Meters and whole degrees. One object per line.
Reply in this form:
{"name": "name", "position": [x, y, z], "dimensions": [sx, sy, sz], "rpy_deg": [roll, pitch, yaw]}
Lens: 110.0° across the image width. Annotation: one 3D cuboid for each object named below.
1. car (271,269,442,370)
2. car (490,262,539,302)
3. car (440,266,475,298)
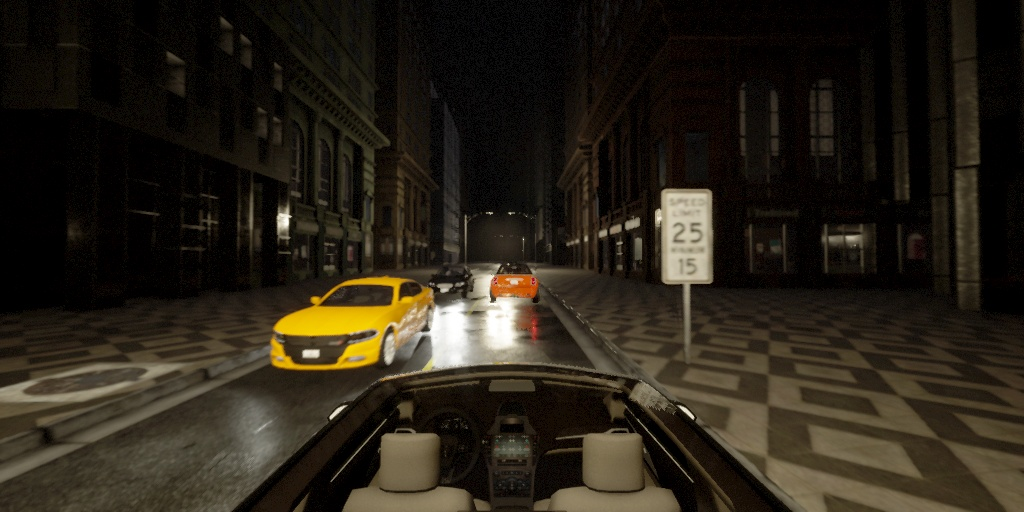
{"name": "car", "position": [-3.078, 1.232, 8.017], "dimensions": [1.882, 1.535, 5.008], "rpy_deg": [0, 0, 0]}
{"name": "car", "position": [0.097, 1.117, 17.030], "dimensions": [2.097, 1.767, 4.553], "rpy_deg": [0, 0, 0]}
{"name": "car", "position": [-3.002, 1.258, 18.448], "dimensions": [2.128, 1.511, 4.902], "rpy_deg": [0, 0, 0]}
